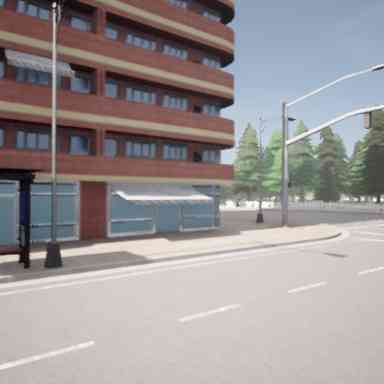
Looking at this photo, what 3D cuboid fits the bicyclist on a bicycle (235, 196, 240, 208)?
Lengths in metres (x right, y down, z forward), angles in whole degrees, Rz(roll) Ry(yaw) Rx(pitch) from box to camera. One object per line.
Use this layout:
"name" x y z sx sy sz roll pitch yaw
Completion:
"bicyclist on a bicycle" 6.530 1.447 47.511 0.582 1.620 1.656 0 0 26
